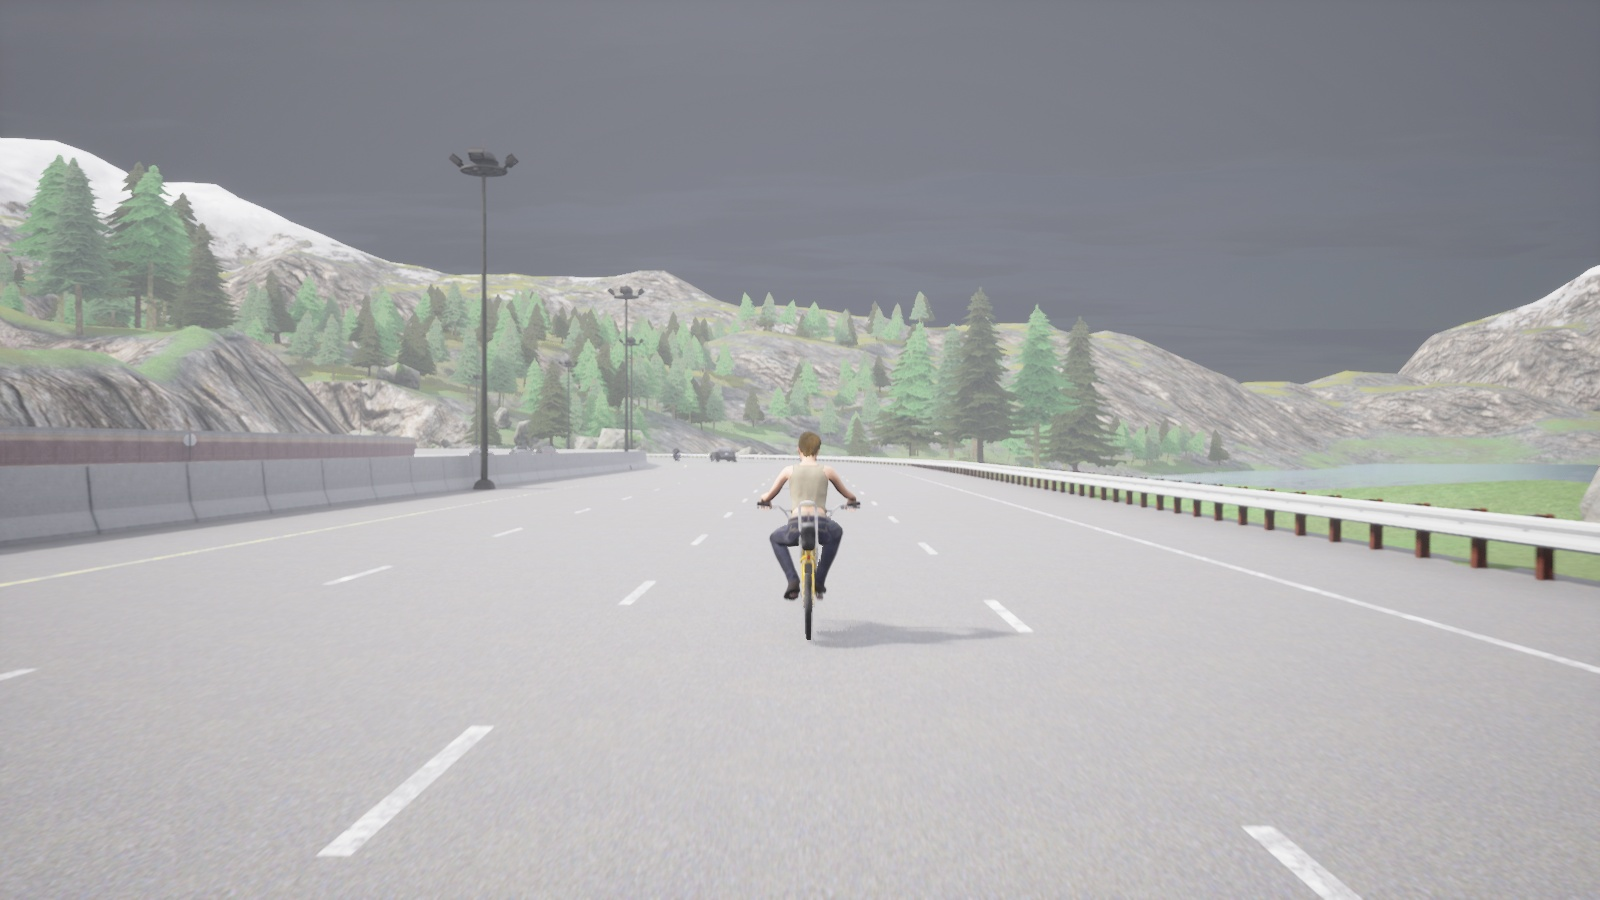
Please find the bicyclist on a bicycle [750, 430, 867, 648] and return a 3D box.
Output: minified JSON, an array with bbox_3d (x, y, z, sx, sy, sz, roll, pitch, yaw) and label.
[{"bbox_3d":[0.069,0.660,10.074,0.866,1.612,1.509,0,0,1],"label":"bicyclist on a bicycle"}]
